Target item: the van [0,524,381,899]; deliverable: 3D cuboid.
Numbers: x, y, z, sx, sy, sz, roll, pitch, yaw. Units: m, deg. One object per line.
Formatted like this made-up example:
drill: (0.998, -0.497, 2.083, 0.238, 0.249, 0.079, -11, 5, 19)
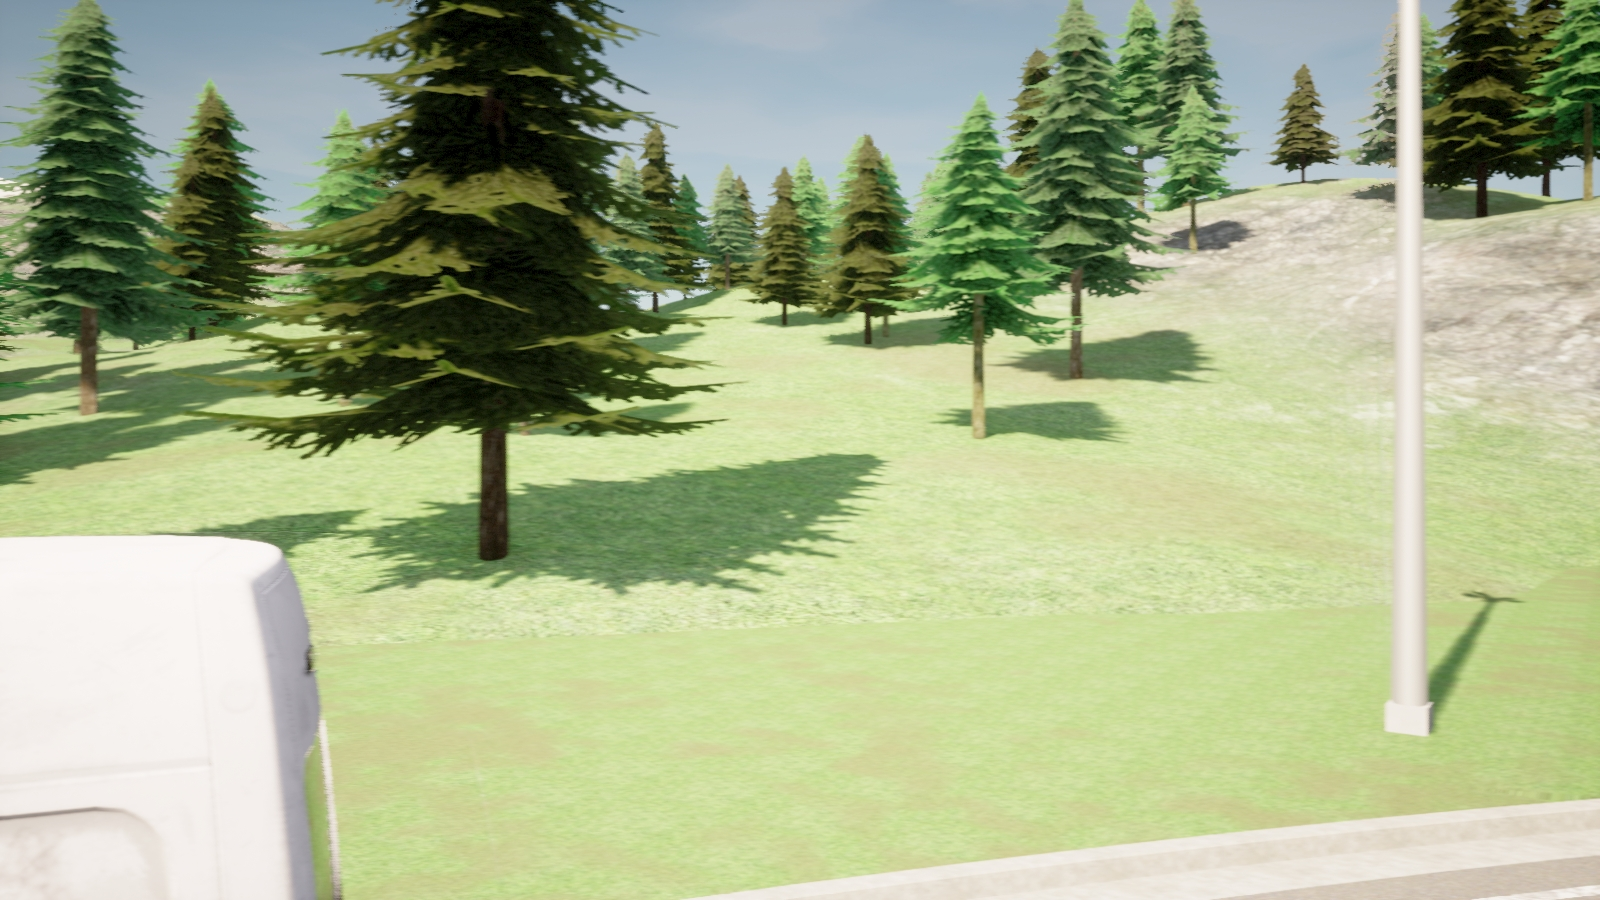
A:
van: (-3.946, 1.533, 1.972, 5.915, 2.561, 1.988, 0, -1, -25)
